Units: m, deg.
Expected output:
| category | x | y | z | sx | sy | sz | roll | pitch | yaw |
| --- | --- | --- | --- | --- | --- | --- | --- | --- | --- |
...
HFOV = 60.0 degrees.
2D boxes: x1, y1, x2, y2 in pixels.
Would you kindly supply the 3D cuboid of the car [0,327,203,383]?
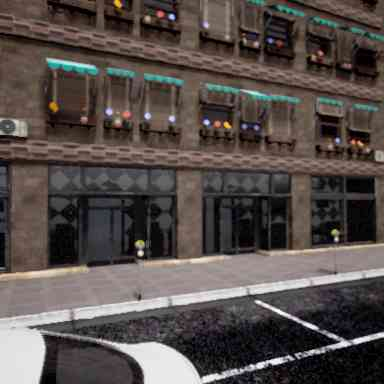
| category | x | y | z | sx | sy | sz | roll | pitch | yaw |
| --- | --- | --- | --- | --- | --- | --- | --- | --- | --- |
| car | -2.039 | 1.589 | 1.582 | 4.674 | 1.442 | 1.812 | 0 | -2 | -24 |
